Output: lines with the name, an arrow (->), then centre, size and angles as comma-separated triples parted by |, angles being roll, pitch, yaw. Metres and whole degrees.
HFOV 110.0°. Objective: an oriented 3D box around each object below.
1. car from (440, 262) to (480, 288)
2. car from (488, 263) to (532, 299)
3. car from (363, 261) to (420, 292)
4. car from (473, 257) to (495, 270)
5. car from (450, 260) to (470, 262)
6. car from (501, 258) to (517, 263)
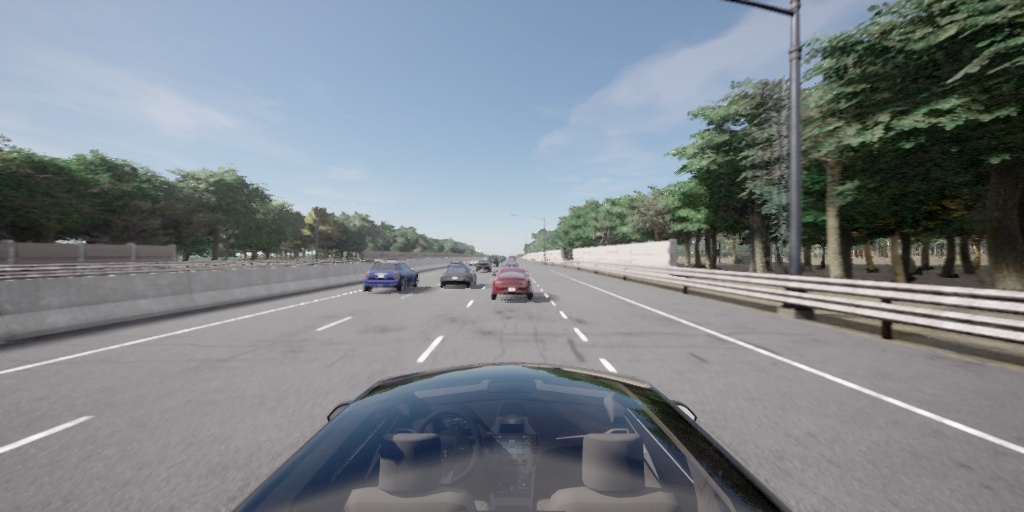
car -> -3.508, 1.314, 24.097 | 1.994, 1.385, 4.181 | 0, 0, 0
car -> -0.007, 1.279, 17.813 | 1.812, 1.442, 4.674 | 0, 0, 0
car -> -7.010, 1.103, 21.346 | 2.097, 1.767, 4.553 | 0, 0, 0
car -> -3.519, 1.223, 45.702 | 1.837, 1.490, 4.892 | 0, 0, 0
car -> -7.019, 1.207, 45.702 | 2.128, 1.511, 4.902 | 0, 0, 0
car -> -0.019, 1.264, 45.695 | 2.033, 1.411, 5.357 | 0, 0, 0
